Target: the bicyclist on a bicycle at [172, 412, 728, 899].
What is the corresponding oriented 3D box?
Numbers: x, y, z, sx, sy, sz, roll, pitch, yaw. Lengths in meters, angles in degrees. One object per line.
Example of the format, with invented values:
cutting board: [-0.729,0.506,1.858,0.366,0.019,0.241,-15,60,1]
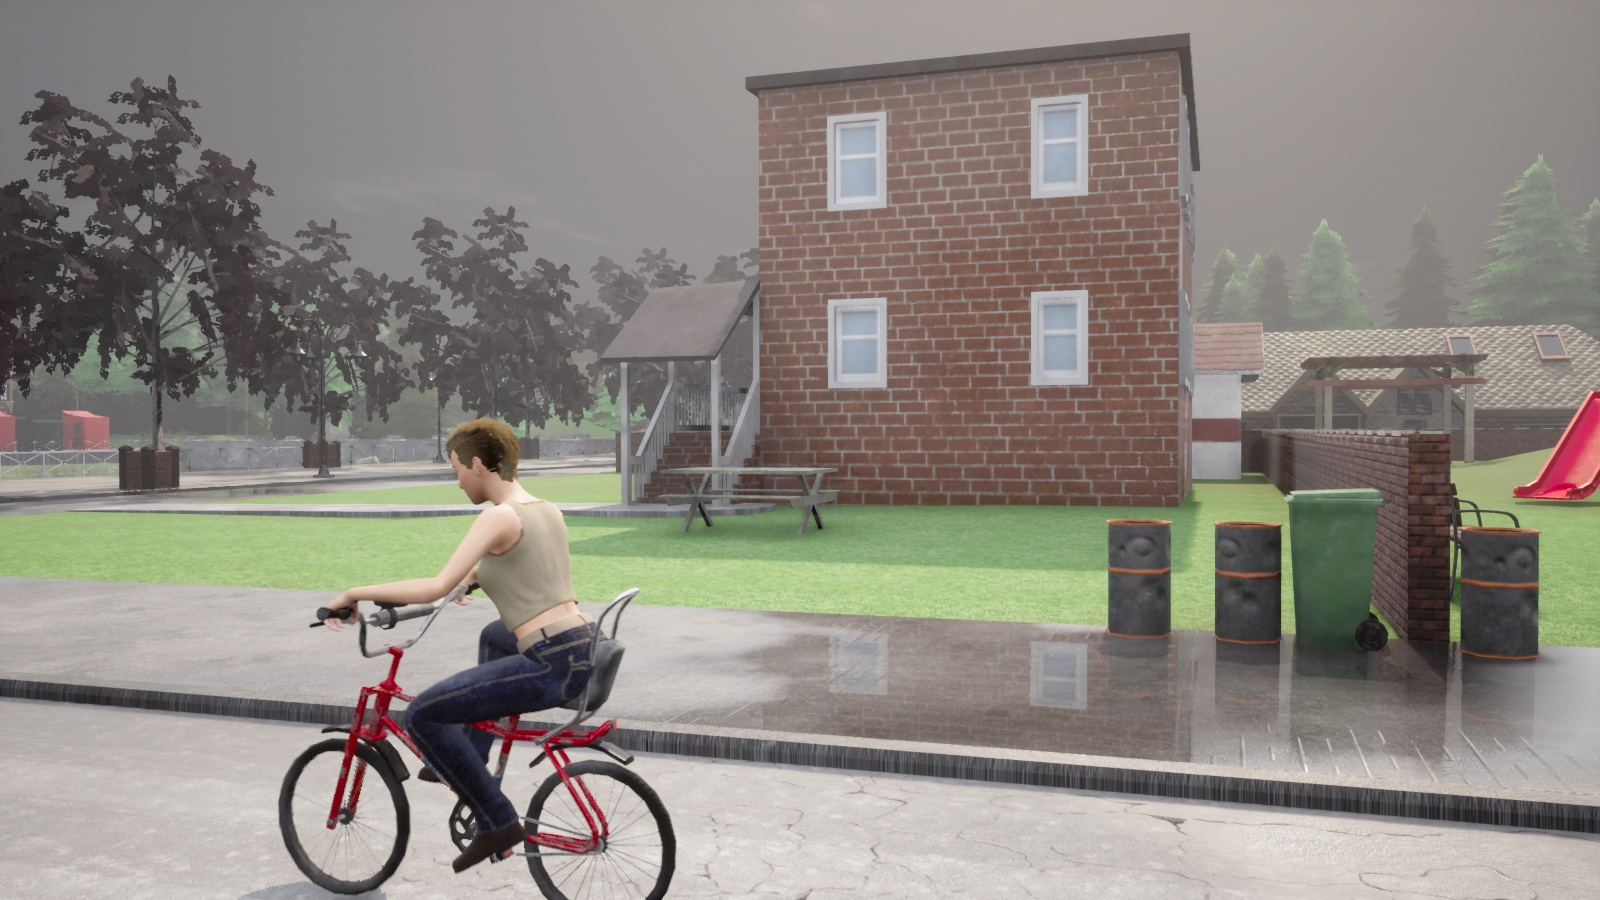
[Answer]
bicyclist on a bicycle: [-1.098,0.694,4.091,1.509,1.612,0.866,0,1,18]
